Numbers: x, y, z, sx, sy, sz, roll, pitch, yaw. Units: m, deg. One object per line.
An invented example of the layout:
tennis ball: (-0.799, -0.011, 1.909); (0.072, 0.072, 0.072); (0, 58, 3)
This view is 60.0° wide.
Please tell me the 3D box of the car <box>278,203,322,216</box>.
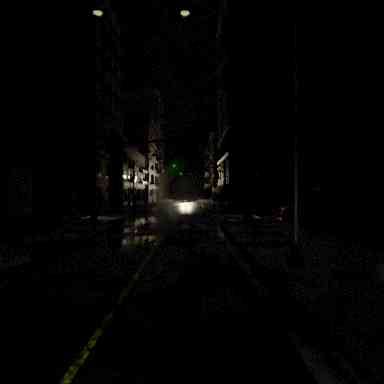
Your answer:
car: (11.537, 1.872, 35.743); (4.206, 1.307, 1.802); (1, -1, 0)

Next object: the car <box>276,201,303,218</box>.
car: (10.780, 1.636, 33.170); (4.553, 1.767, 2.097); (1, 0, 0)
